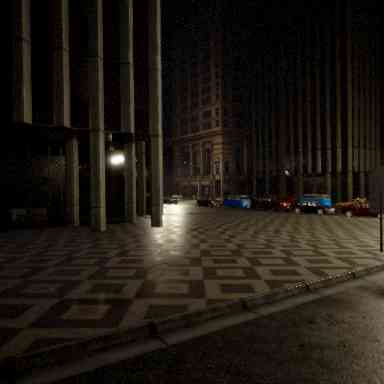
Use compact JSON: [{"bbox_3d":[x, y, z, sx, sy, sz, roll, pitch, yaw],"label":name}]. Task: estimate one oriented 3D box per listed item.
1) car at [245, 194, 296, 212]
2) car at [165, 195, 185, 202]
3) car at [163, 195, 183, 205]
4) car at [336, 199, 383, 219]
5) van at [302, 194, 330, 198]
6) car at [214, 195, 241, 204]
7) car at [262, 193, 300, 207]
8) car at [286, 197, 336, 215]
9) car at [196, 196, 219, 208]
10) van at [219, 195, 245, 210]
[{"bbox_3d":[8.883,1.290,37.858,2.192,1.841,5.009,-1,1,-36],"label":"car"},{"bbox_3d":[-3.555,1.258,69.737,2.008,1.369,4.403,-1,1,-36],"label":"car"},{"bbox_3d":[-4.035,1.439,55.793,2.008,1.369,4.403,-1,1,-36],"label":"car"},{"bbox_3d":[15.344,1.567,28.895,1.887,1.381,4.507,-1,1,-36],"label":"car"},{"bbox_3d":[15.811,1.178,42.832,1.690,1.788,3.998,-1,1,-36],"label":"van"},{"bbox_3d":[6.030,1.296,56.423,1.752,1.417,4.829,-1,1,-36],"label":"car"},{"bbox_3d":[12.583,1.130,47.316,2.192,1.841,5.009,-1,1,-36],"label":"car"},{"bbox_3d":[12.114,1.549,33.378,2.008,1.369,4.403,-1,1,-36],"label":"car"},{"bbox_3d":[2.424,1.372,46.825,1.967,1.590,4.097,-1,1,-36],"label":"car"},{"bbox_3d":[5.653,1.294,42.342,1.690,1.788,3.998,-1,1,-36],"label":"van"}]
